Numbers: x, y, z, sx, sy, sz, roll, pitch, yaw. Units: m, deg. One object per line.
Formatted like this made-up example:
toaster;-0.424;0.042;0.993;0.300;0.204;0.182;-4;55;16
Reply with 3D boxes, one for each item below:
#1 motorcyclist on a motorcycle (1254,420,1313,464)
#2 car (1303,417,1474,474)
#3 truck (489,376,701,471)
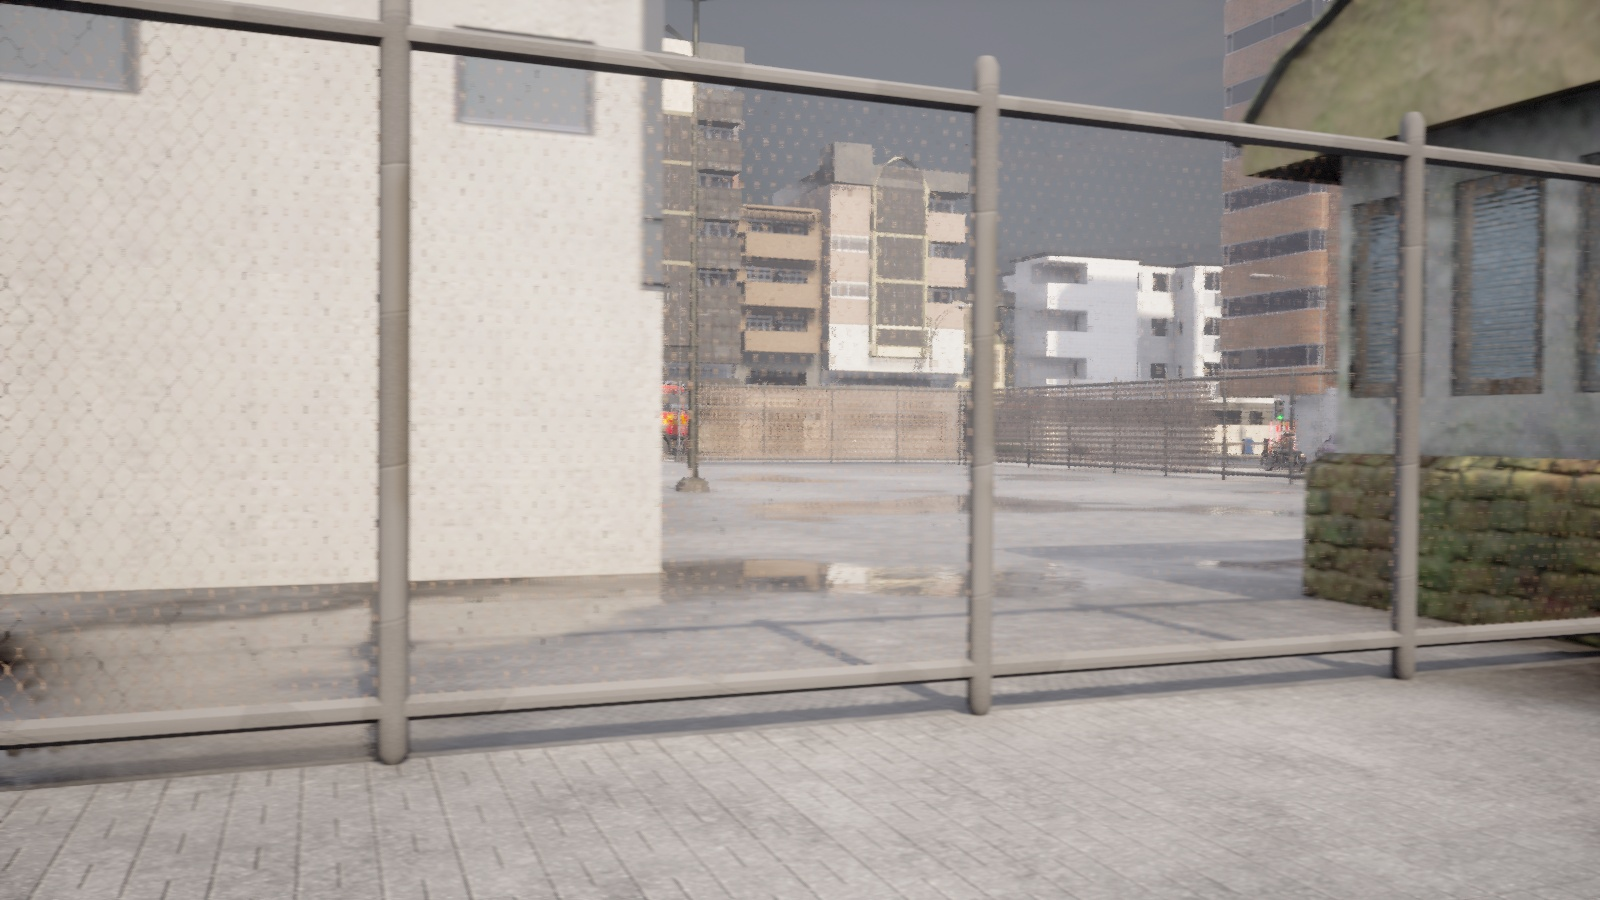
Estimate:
motorcyclist on a motorcycle;18.907;-0.322;49.187;0.766;1.649;2.350;-1;1;-21
car;18.368;-0.171;39.455;2.033;1.649;4.856;-1;1;-20
truck;-8.726;-1.164;53.465;8.468;3.827;2.891;-1;1;-20
